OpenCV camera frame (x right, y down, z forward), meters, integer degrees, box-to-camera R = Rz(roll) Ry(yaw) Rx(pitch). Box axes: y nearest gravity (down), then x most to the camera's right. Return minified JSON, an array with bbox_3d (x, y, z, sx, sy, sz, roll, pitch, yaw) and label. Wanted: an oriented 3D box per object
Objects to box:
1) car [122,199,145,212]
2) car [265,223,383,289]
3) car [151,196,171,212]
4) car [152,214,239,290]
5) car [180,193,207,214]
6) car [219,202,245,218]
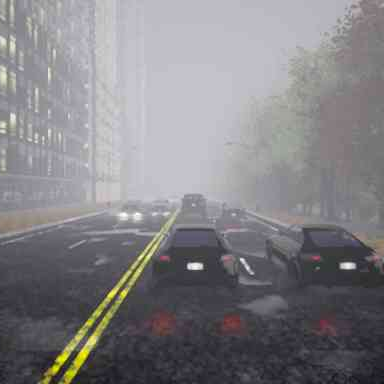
[{"bbox_3d":[-6.565,1.484,37.352,1.895,1.301,4.718,0,0,0],"label":"car"},{"bbox_3d":[3.338,1.539,9.097,1.994,1.385,4.181,0,0,0],"label":"car"},{"bbox_3d":[-3.314,1.433,36.768,2.033,1.411,5.357,0,0,0],"label":"car"},{"bbox_3d":[0.086,1.539,9.062,1.994,1.385,4.181,0,0,0],"label":"car"},{"bbox_3d":[0.134,1.132,29.574,2.150,2.045,5.566,0,0,0],"label":"car"},{"bbox_3d":[3.381,1.513,29.039,1.895,1.301,4.718,0,0,0],"label":"car"}]
